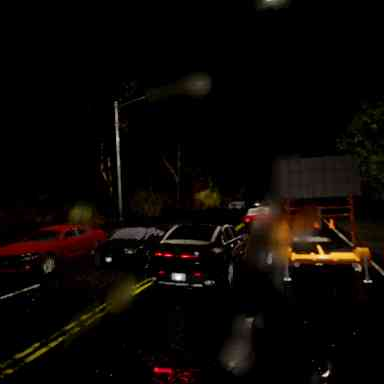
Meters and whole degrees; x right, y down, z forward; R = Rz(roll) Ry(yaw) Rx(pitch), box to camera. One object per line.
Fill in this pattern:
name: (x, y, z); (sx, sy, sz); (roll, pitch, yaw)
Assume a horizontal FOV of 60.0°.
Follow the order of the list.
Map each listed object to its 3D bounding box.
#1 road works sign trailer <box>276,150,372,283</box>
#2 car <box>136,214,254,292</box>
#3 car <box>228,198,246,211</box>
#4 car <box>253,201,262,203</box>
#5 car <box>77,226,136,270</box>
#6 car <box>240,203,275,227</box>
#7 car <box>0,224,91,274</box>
road works sign trailer: (3.918, 0.605, 10.243); (2.380, 3.560, 2.880); (-3, -1, 17)
car: (0.423, 1.574, 9.291); (1.837, 1.490, 4.892); (0, -1, 17)
car: (7.476, 2.028, 54.894); (2.150, 2.045, 5.566); (-3, -1, 18)
car: (10.562, 2.190, 53.839); (2.033, 1.411, 5.357); (-3, -1, 18)
car: (-2.161, 2.041, 12.804); (1.994, 1.385, 4.181); (-3, -1, 17)
car: (5.022, 1.807, 24.410); (1.895, 1.301, 4.718); (-4, 1, 17)
car: (-5.403, 2.116, 13.324); (1.882, 1.535, 5.008); (-3, -1, 17)
